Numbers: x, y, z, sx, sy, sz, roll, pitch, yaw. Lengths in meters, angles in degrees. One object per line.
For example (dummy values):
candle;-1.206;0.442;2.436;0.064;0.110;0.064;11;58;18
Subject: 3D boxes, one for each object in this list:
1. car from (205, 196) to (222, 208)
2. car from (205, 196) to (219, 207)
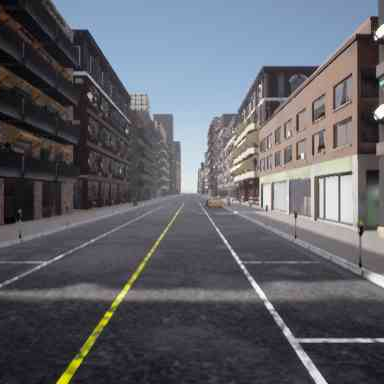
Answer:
car;3.150;1.431;46.376;1.801;1.575;5.366;0;0;0
car;3.140;1.452;53.185;1.882;1.535;5.008;0;0;0
